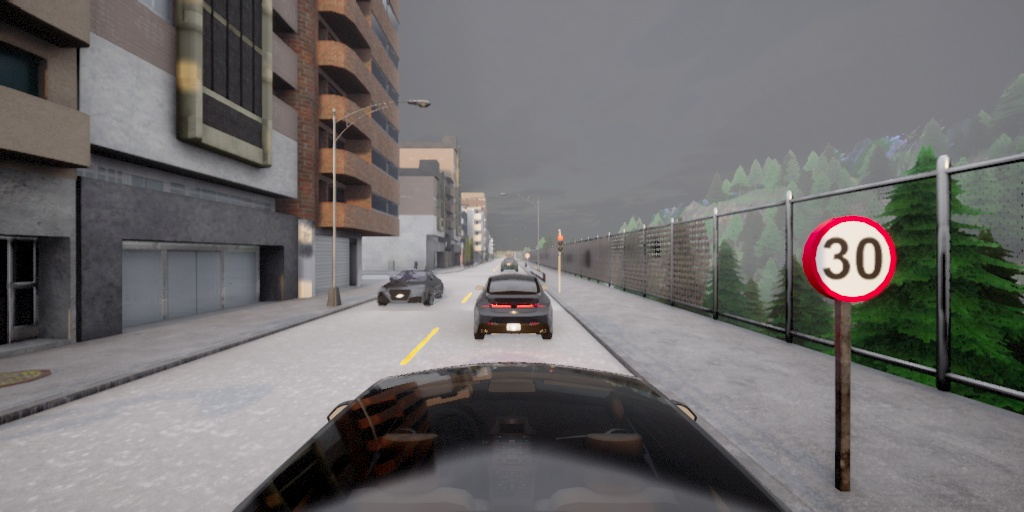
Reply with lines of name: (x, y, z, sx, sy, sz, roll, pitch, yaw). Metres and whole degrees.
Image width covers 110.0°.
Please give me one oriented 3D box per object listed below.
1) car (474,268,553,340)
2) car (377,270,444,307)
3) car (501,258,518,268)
car: (0.015, 1.244, 9.957, 1.837, 1.490, 4.892, 0, 0, 0)
car: (-4.174, 1.297, 15.327, 1.994, 1.385, 4.181, 0, 0, 0)
car: (-0.326, 1.048, 44.926, 2.097, 1.767, 4.553, 0, 0, -1)
